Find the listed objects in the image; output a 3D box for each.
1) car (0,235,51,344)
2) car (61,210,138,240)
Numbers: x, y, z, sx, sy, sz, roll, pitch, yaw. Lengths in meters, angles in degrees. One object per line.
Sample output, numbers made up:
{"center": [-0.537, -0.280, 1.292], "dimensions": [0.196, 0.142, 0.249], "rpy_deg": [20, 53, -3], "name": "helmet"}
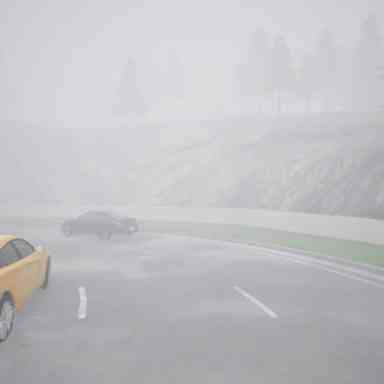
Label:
{"center": [-4.048, 1.532, 6.299], "dimensions": [1.882, 1.535, 5.008], "rpy_deg": [1, -1, -12], "name": "car"}
{"center": [-4.969, 1.678, 17.820], "dimensions": [4.674, 1.442, 1.812], "rpy_deg": [0, -1, 32], "name": "car"}
